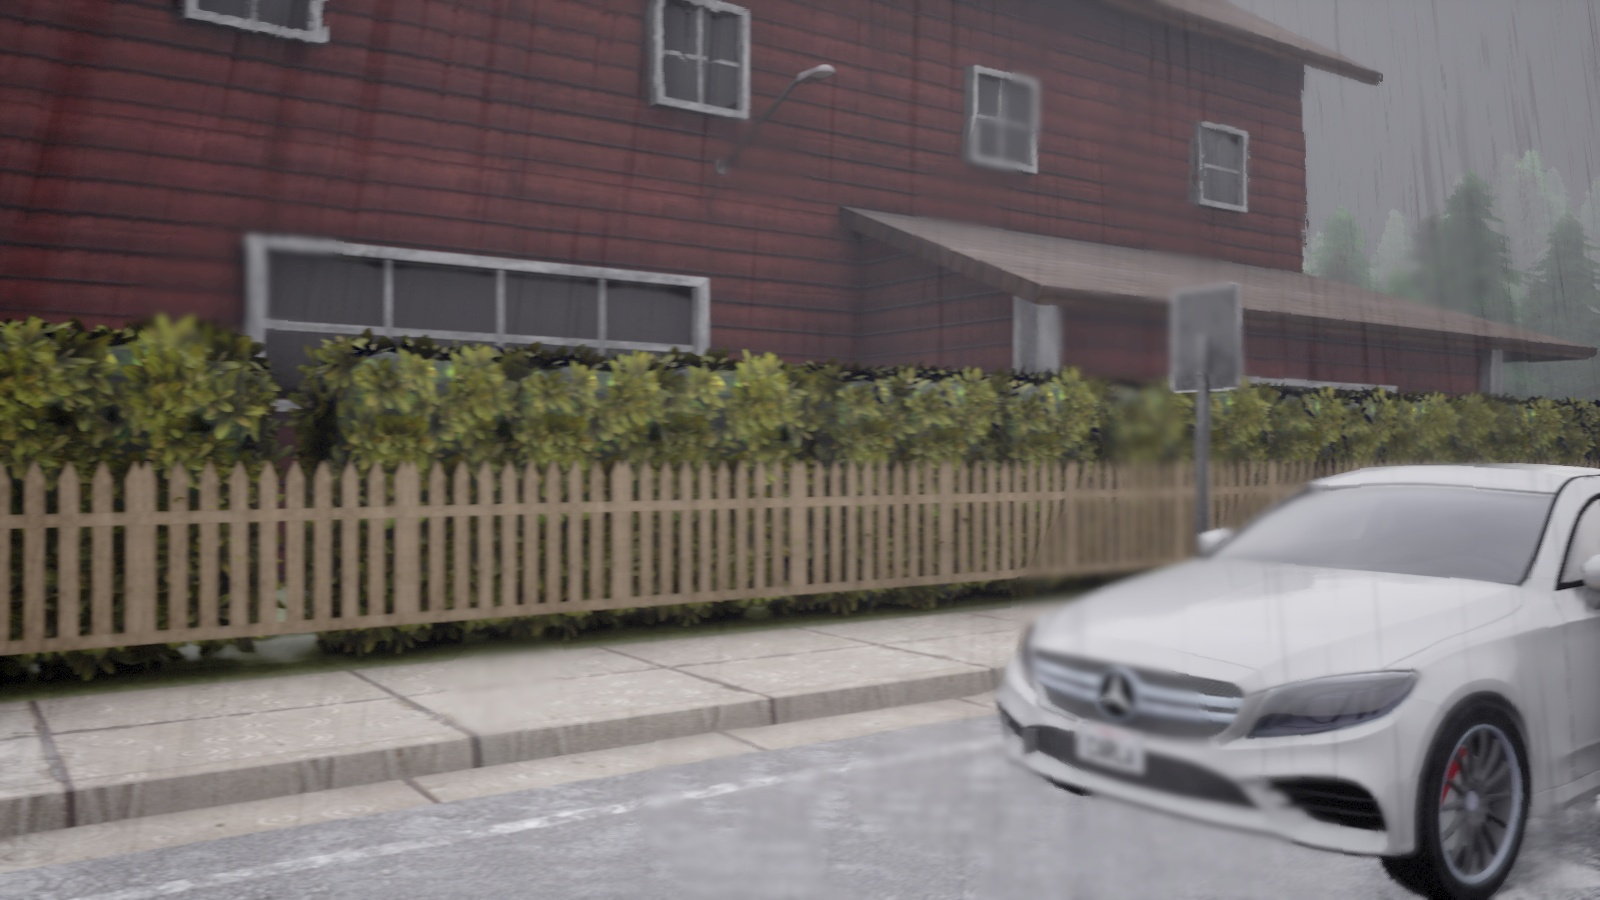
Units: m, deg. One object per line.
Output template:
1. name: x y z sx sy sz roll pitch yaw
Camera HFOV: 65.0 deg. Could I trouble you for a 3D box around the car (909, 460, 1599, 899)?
1. car: 2.876 0.778 5.660 4.674 1.442 1.812 0 0 -35
